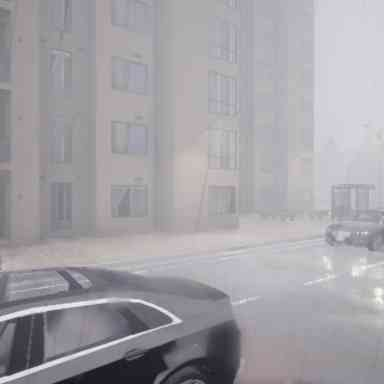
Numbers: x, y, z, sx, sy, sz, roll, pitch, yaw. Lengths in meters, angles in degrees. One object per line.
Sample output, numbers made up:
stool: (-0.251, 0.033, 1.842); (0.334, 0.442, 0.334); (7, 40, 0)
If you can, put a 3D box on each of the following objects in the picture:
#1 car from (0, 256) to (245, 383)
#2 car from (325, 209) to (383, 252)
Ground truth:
car: (-1.705, 1.492, 2.633); (4.902, 1.511, 2.128); (0, 0, -38)
car: (7.518, 1.492, 13.903); (4.902, 1.511, 2.128); (0, 0, -36)
